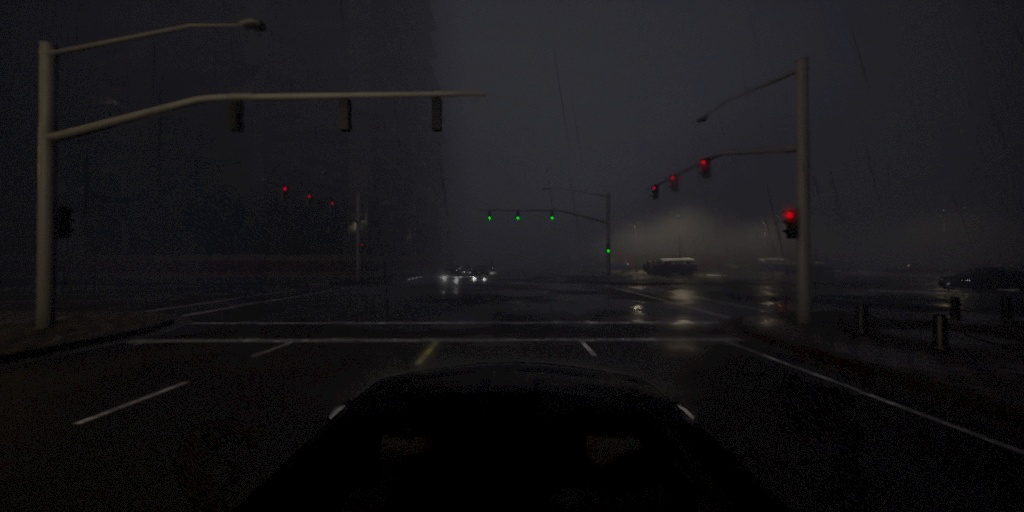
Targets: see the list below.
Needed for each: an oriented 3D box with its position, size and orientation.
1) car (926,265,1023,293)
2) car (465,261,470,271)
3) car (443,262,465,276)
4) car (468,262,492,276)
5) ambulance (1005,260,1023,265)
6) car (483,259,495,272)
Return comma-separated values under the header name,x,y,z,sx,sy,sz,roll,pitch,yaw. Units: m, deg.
name,x,y,z,sx,sy,sz,roll,pitch,yaw
car,30.384,1.506,22.947,4.902,1.511,2.128,0,-1,0
car,-7.490,1.736,61.535,2.097,1.767,4.553,0,-1,0
car,-7.503,1.722,45.664,1.837,1.490,4.892,0,-1,0
car,-4.003,1.773,45.110,1.994,1.385,4.181,0,-1,0
ambulance,41.209,1.074,26.336,6.366,2.431,2.351,0,-1,0
car,-3.995,1.596,60.915,2.150,2.045,5.566,0,-1,0
